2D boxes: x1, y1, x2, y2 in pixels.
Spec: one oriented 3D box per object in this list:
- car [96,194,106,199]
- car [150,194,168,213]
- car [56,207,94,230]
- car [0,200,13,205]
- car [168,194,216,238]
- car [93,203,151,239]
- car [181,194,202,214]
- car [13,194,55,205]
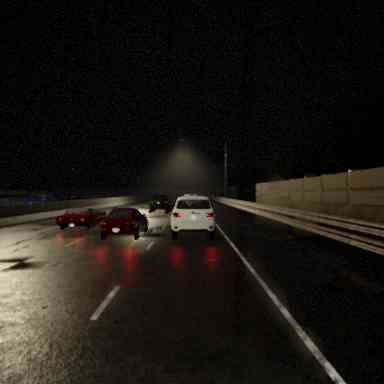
[{"bbox_3d":[-21.652,1.150,79.203,1.837,1.490,4.892,0,0,-1],"label":"car"},{"bbox_3d":[-3.554,1.263,37.800,2.150,2.045,5.566,0,0,0],"label":"car"},{"bbox_3d":[-6.952,1.624,21.429,1.895,1.301,4.718,0,0,0],"label":"car"},{"bbox_3d":[-21.253,1.590,38.084,2.033,1.411,5.357,0,0,0],"label":"car"},{"bbox_3d":[0.062,1.240,18.041,2.150,2.045,5.566,0,0,0],"label":"car"},{"bbox_3d":[-3.436,1.544,17.285,1.812,1.442,4.674,0,0,0],"label":"car"},{"bbox_3d":[-0.054,1.263,37.827,2.150,2.045,5.566,0,0,0],"label":"car"},{"bbox_3d":[-17.753,1.264,38.265,2.150,2.045,5.566,0,0,0],"label":"car"}]
